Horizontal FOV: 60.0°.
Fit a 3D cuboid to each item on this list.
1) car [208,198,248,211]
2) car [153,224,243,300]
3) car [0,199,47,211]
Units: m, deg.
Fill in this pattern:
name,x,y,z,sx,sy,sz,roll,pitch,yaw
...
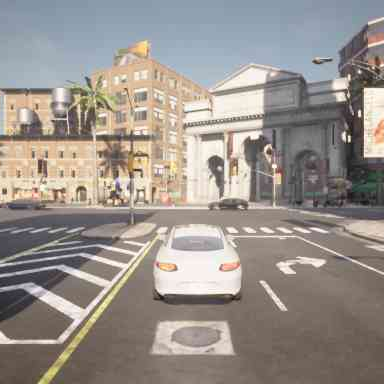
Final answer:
name,x,y,z,sx,sy,sz,roll,pitch,yaw
car,4.386,1.505,40.519,4.892,1.490,1.837,0,0,1
car,0.111,1.526,8.256,1.812,1.442,4.674,0,0,0
car,-20.691,1.547,40.770,5.357,1.411,2.033,0,0,1
